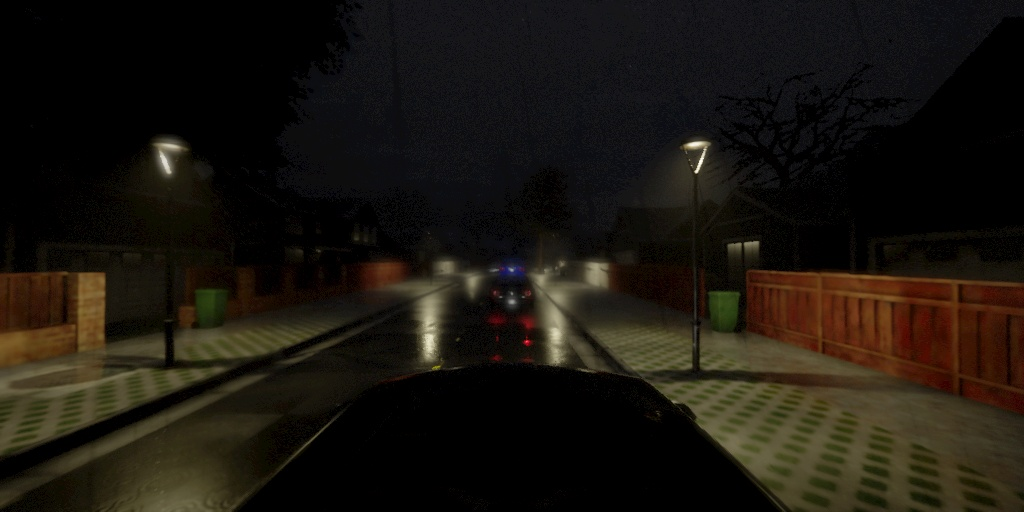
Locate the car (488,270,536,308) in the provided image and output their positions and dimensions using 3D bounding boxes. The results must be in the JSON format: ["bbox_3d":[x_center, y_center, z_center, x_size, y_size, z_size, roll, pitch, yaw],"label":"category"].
[{"bbox_3d":[0.003,1.486,15.974,1.895,1.301,4.718,0,-1,0],"label":"car"}]

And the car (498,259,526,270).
[{"bbox_3d":[0.004,1.245,30.872,2.150,2.045,5.566,0,0,0],"label":"car"}]
